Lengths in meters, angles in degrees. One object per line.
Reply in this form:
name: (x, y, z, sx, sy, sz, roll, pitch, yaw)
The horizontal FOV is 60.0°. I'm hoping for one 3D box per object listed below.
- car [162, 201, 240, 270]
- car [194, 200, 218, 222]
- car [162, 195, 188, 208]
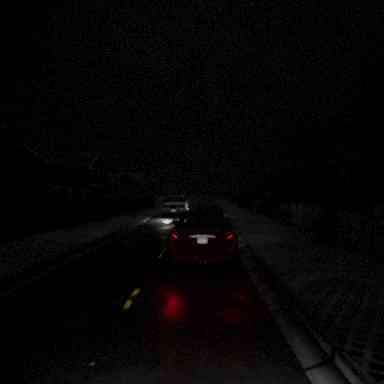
car: (0.377, 1.366, 11.265, 2.097, 1.767, 4.553, 0, 0, 2)
car: (1.215, 1.535, 28.196, 1.882, 1.535, 5.008, 0, 0, 3)
car: (-1.512, 1.291, 32.171, 2.150, 2.045, 5.566, 0, 0, 3)
